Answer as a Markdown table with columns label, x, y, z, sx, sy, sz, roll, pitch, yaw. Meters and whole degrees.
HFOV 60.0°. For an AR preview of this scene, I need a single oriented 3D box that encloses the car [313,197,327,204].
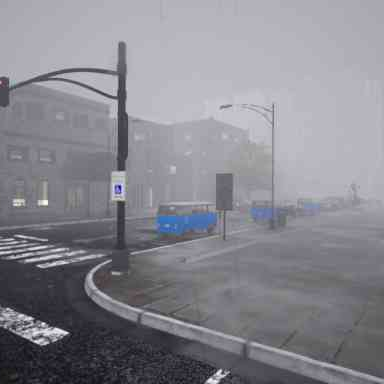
| label | x | y | z | sx | sy | sz | roll | pitch | yaw |
| --- | --- | --- | --- | --- | --- | --- | --- | --- | --- |
| car | 27.853 | 1.728 | 72.062 | 1.752 | 1.417 | 4.829 | 0 | 0 | 35 |

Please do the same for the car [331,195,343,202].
| label | x | y | z | sx | sy | sz | roll | pitch | yaw |
| --- | --- | --- | --- | --- | --- | --- | --- | --- | --- |
| car | 37.478 | 1.711 | 85.753 | 1.967 | 1.590 | 4.097 | 0 | 0 | 35 |

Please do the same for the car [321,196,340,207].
| label | x | y | z | sx | sy | sz | roll | pitch | yaw |
| --- | --- | --- | --- | --- | --- | --- | --- | --- | --- |
| car | 22.943 | 1.533 | 55.002 | 2.097 | 1.767 | 4.553 | 1 | 0 | 35 |

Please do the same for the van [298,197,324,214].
| label | x | y | z | sx | sy | sz | roll | pitch | yaw |
| --- | --- | --- | --- | --- | --- | --- | --- | --- | --- |
| van | 12.567 | 1.468 | 35.747 | 1.690 | 1.788 | 3.998 | 0 | 0 | 35 |

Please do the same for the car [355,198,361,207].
| label | x | y | z | sx | sy | sz | roll | pitch | yaw |
| --- | --- | --- | --- | --- | --- | --- | --- | --- | --- |
| car | 25.271 | 1.516 | 53.817 | 2.192 | 1.841 | 5.009 | 0 | 0 | 35 |

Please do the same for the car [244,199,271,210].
| label | x | y | z | sx | sy | sz | roll | pitch | yaw |
| --- | --- | --- | --- | --- | --- | --- | --- | --- | --- |
| car | 8.897 | 1.628 | 45.100 | 1.887 | 1.381 | 4.507 | 0 | 0 | 35 |

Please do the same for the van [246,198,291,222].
| label | x | y | z | sx | sy | sz | roll | pitch | yaw |
| --- | --- | --- | --- | --- | --- | --- | --- | --- | --- |
| van | 6.216 | 1.436 | 26.713 | 1.690 | 1.788 | 3.998 | 0 | 0 | 35 |

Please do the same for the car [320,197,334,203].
| label | x | y | z | sx | sy | sz | roll | pitch | yaw |
| --- | --- | --- | --- | --- | --- | --- | --- | --- | --- |
| car | 31.126 | 1.791 | 76.719 | 1.947 | 1.339 | 4.313 | 0 | 0 | 35 |

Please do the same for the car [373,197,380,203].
| label | x | y | z | sx | sy | sz | roll | pitch | yaw |
| --- | --- | --- | --- | --- | --- | --- | --- | --- | --- |
| car | 44.324 | 1.899 | 80.919 | 1.947 | 1.339 | 4.313 | 0 | 0 | 35 |

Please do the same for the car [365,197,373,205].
| label | x | y | z | sx | sy | sz | roll | pitch | yaw |
| --- | --- | --- | --- | --- | --- | --- | --- | --- | --- |
| car | 34.796 | 1.809 | 67.368 | 1.887 | 1.381 | 4.507 | 0 | 0 | 35 |

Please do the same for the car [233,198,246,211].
| label | x | y | z | sx | sy | sz | roll | pitch | yaw |
| --- | --- | --- | --- | --- | --- | --- | --- | --- | --- |
| car | 5.722 | 1.506 | 40.583 | 1.967 | 1.590 | 4.097 | 0 | 0 | 35 |

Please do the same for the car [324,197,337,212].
| label | x | y | z | sx | sy | sz | roll | pitch | yaw |
| --- | --- | --- | --- | --- | --- | --- | --- | --- | --- |
| car | 15.840 | 1.671 | 40.404 | 1.752 | 1.417 | 4.829 | 0 | 0 | 35 |

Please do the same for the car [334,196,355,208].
| label | x | y | z | sx | sy | sz | roll | pitch | yaw |
| --- | --- | --- | --- | --- | --- | --- | --- | --- | --- |
| car | 22.095 | 1.497 | 49.300 | 2.192 | 1.841 | 5.009 | 0 | 0 | 35 |

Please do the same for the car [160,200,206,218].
| label | x | y | z | sx | sy | sz | roll | pitch | yaw |
| --- | --- | --- | --- | --- | --- | --- | --- | --- | --- |
| car | -0.728 | 1.558 | 31.408 | 1.752 | 1.417 | 4.829 | 0 | 0 | 35 |

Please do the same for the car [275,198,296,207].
| label | x | y | z | sx | sy | sz | roll | pitch | yaw |
| --- | --- | --- | --- | --- | --- | --- | --- | --- | --- |
| car | 15.248 | 1.665 | 54.133 | 1.887 | 1.381 | 4.507 | 0 | 0 | 35 |

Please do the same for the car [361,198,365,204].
| label | x | y | z | sx | sy | sz | roll | pitch | yaw |
| --- | --- | --- | --- | --- | --- | --- | --- | --- | --- |
| car | 28.543 | 1.747 | 58.473 | 1.752 | 1.417 | 4.829 | 0 | 0 | 35 |

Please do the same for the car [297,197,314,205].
| label | x | y | z | sx | sy | sz | roll | pitch | yaw |
| --- | --- | --- | --- | --- | --- | --- | --- | --- | --- |
| car | 21.600 | 1.705 | 63.167 | 1.887 | 1.381 | 4.507 | 0 | 0 | 35 |

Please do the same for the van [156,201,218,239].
| label | x | y | z | sx | sy | sz | roll | pitch | yaw |
| --- | --- | --- | --- | --- | --- | --- | --- | --- | --- |
| van | -0.136 | 1.406 | 17.679 | 1.690 | 1.788 | 3.998 | 0 | 0 | 35 |

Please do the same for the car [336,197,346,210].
| label | x | y | z | sx | sy | sz | roll | pitch | yaw |
| --- | --- | --- | --- | --- | --- | --- | --- | --- | --- |
| car | 18.917 | 1.729 | 44.781 | 1.947 | 1.339 | 4.313 | 0 | 0 | 35 |

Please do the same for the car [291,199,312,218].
| label | x | y | z | sx | sy | sz | roll | pitch | yaw |
| --- | --- | --- | --- | --- | --- | --- | --- | --- | --- |
| car | 9.390 | 1.655 | 31.230 | 1.887 | 1.381 | 4.507 | 0 | 0 | 35 |
